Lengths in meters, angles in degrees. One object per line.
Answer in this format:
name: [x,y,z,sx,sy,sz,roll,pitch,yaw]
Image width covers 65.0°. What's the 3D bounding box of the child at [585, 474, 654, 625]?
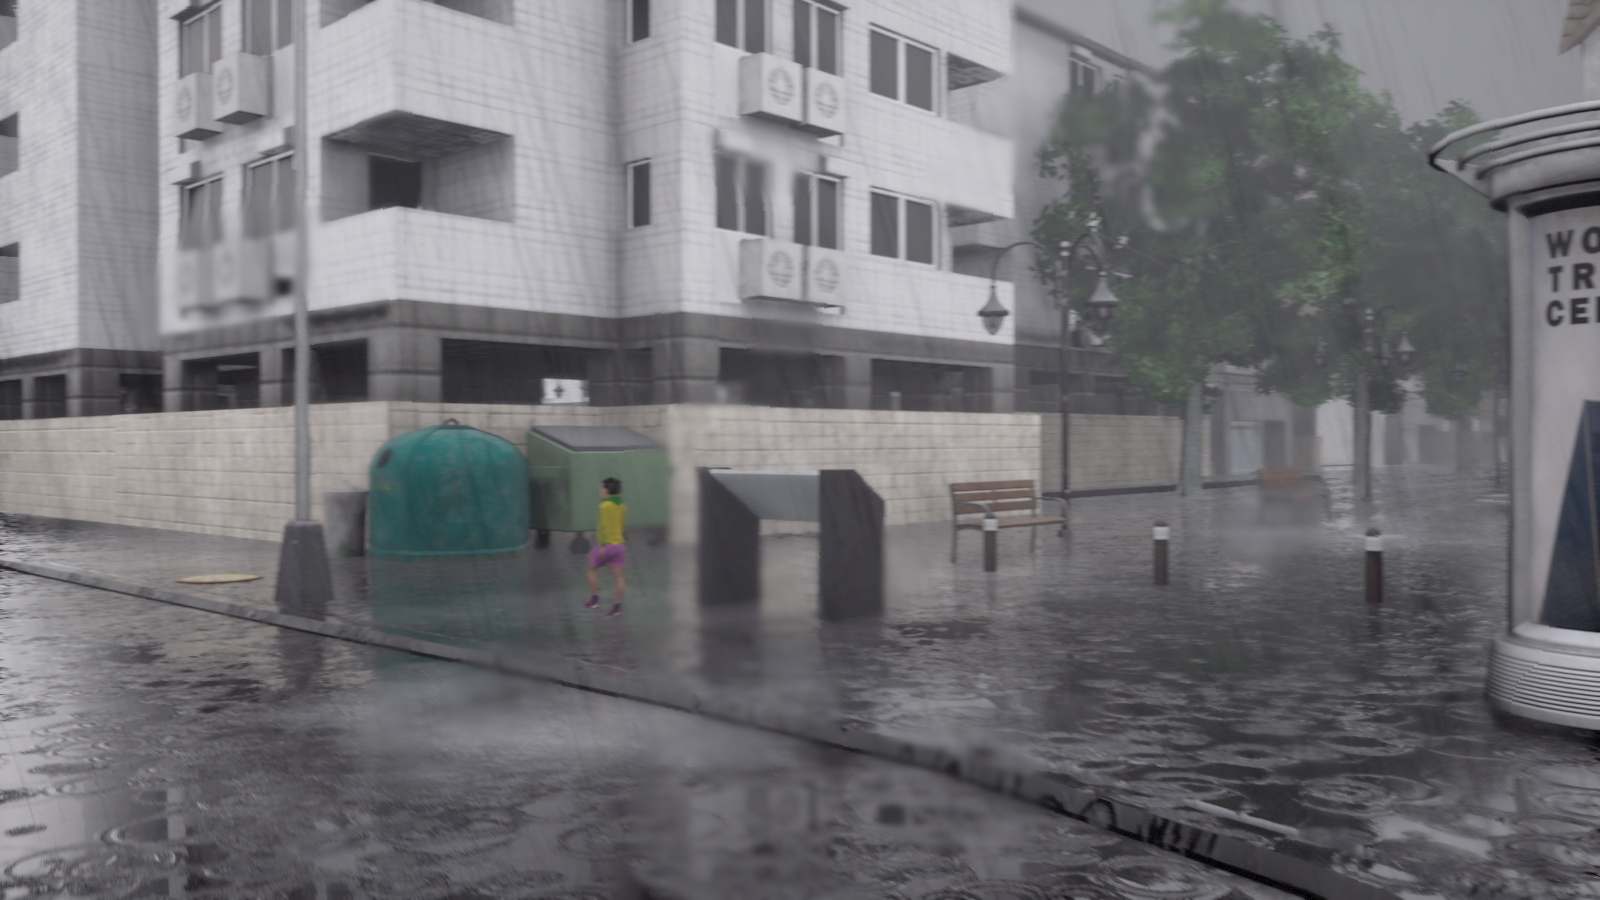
child: [-1.438,0.780,10.009,0.473,1.160,0.299,0,0,39]
